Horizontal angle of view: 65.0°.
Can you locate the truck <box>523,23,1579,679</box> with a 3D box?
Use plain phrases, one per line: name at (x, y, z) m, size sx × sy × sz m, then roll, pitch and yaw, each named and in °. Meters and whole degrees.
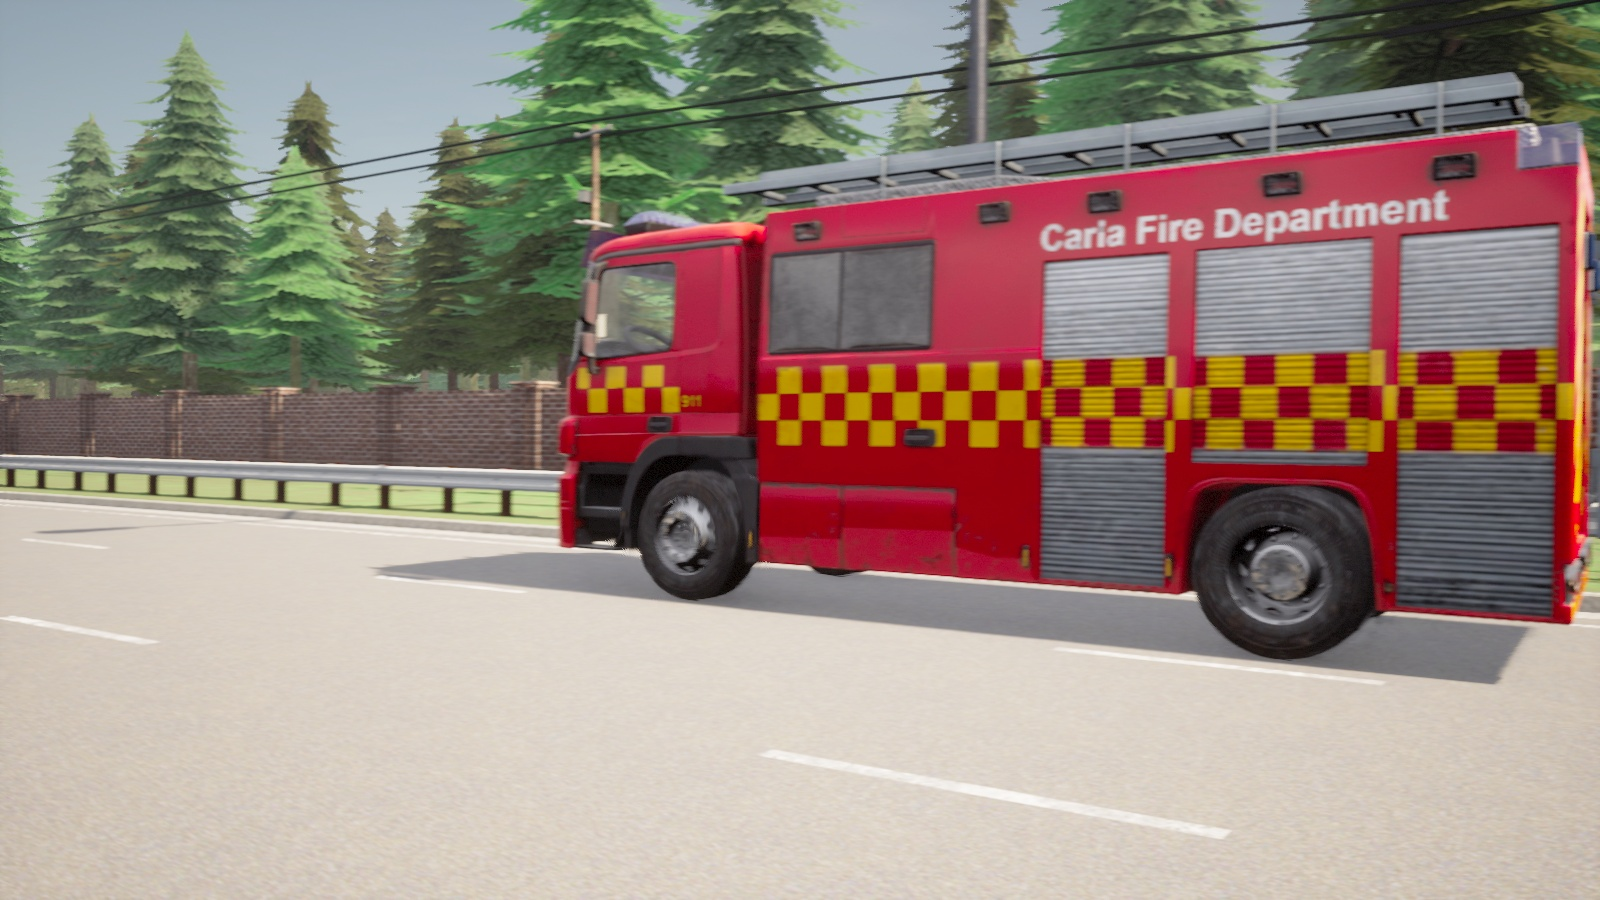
truck at (1.703, -0.586, 10.873) m, size 8.468 × 3.827 × 2.891 m, roll 0°, pitch 1°, yaw 34°
